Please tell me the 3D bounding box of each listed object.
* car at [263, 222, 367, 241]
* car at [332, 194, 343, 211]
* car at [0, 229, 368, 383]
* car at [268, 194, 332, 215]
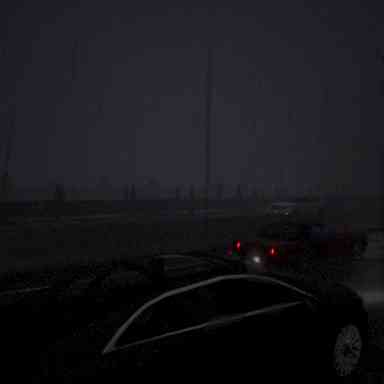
[{"bbox_3d":[3.622,1.601,10.625,4.718,1.301,1.895,0,0,-35],"label":"car"},{"bbox_3d":[13.773,1.222,35.276,5.566,2.045,2.150,0,0,-35],"label":"car"},{"bbox_3d":[0.128,1.492,3.836,4.902,1.511,2.128,0,0,-35],"label":"car"},{"bbox_3d":[8.705,1.223,27.379,5.566,2.045,2.150,0,0,-35],"label":"car"}]
